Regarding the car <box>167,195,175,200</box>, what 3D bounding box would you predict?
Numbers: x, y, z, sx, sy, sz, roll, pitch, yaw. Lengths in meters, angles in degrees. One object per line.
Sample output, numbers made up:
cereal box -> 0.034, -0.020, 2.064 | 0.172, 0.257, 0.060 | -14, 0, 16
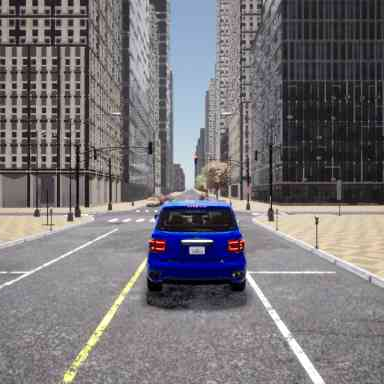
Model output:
car -> -5.683, 1.411, 89.995 | 2.008, 1.369, 4.403 | 0, 0, 0

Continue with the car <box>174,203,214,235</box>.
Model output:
car -> 0.096, 1.486, 19.822 | 2.128, 1.511, 4.902 | 0, 0, 0

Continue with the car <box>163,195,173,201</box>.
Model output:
car -> -5.684, 1.438, 78.644 | 1.887, 1.381, 4.507 | 0, 0, 0

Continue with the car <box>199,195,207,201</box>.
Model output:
car -> 2.697, 1.422, 84.313 | 1.887, 1.381, 4.507 | 0, 0, 0

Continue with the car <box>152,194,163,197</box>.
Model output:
car -> -5.815, 1.485, 50.094 | 1.752, 1.417, 4.829 | 0, 0, 0

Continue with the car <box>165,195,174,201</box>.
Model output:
car -> -5.684, 1.428, 84.319 | 2.008, 1.369, 4.403 | 0, 0, 0

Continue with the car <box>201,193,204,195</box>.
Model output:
car -> 2.698, 1.224, 72.964 | 2.192, 1.841, 5.009 | 0, 0, 0

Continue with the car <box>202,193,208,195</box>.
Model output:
car -> 2.825, 1.400, 50.263 | 1.967, 1.590, 4.097 | 0, 0, 0

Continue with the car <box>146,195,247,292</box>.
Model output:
car -> 0.099, 1.221, 9.093 | 2.150, 2.045, 5.566 | 0, 0, 0

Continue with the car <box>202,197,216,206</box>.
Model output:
car -> 2.795, 1.500, 55.941 | 2.008, 1.369, 4.403 | 0, 0, 0

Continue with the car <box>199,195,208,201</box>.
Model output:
car -> 2.697, 1.419, 78.809 | 1.752, 1.417, 4.829 | 0, 0, 0
